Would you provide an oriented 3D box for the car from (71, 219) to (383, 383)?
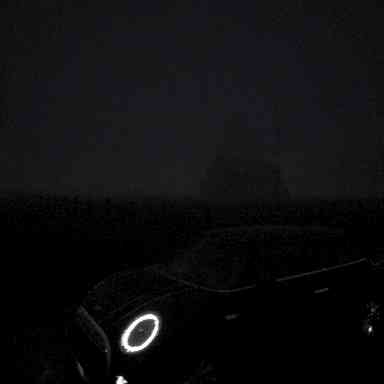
[{"bbox_3d":[0.689,1.330,4.833,4.553,1.767,2.097,0,0,-32],"label":"car"}]
